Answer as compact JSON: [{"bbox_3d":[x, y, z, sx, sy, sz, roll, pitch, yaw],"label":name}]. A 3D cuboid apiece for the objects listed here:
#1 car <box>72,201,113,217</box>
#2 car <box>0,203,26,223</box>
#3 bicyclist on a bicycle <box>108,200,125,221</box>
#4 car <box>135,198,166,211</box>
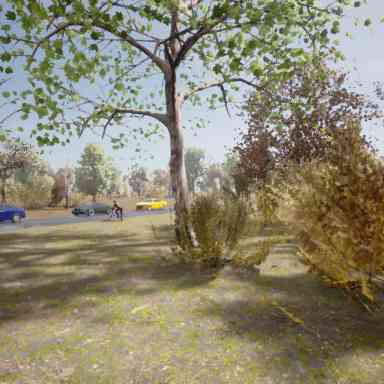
[{"bbox_3d":[-9.721,1.612,32.656,1.994,1.385,4.181,0,0,27],"label":"car"},{"bbox_3d":[-14.246,1.555,23.715,1.812,1.442,4.674,0,0,27],"label":"car"},{"bbox_3d":[-5.933,1.483,26.076,1.656,1.620,0.582,0,0,27],"label":"bicyclist on a bicycle"},{"bbox_3d":[-5.136,1.544,41.670,1.882,1.535,5.008,0,0,27],"label":"car"}]
